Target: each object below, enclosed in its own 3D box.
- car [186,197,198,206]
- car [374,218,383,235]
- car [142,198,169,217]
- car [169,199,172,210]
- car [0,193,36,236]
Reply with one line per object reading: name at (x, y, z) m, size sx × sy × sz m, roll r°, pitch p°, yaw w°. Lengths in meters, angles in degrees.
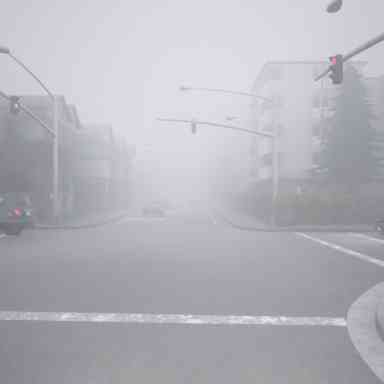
car at (0.008, 1.547, 53.495) m, size 2.033 × 1.411 × 5.357 m, roll 0°, pitch 0°, yaw 0°
car at (10.644, 1.349, 14.708) m, size 4.674 × 1.442 × 1.812 m, roll 0°, pitch 0°, yaw 2°
car at (-3.579, 1.505, 31.734) m, size 1.837 × 1.490 × 4.892 m, roll 0°, pitch 0°, yaw 0°
car at (-3.573, 1.505, 41.822) m, size 1.837 × 1.490 × 4.892 m, roll 0°, pitch 0°, yaw 1°
car at (-9.894, 1.044, 14.684) m, size 5.566 × 2.045 × 2.150 m, roll 0°, pitch 0°, yaw 0°
